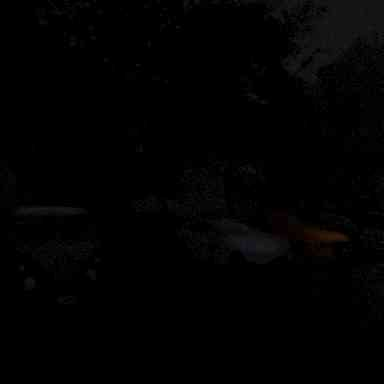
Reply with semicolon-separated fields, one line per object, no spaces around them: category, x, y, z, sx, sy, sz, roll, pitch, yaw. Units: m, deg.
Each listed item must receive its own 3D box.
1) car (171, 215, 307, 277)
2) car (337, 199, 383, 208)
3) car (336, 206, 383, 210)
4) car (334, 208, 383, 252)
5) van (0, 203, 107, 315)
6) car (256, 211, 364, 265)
car;1.038;1.584;10.809;2.002;1.452;4.674;1;0;-36
car;10.124;1.390;17.260;2.435;2.045;5.566;1;0;-36
car;7.821;1.647;15.684;2.163;1.488;4.792;1;0;-35
car;5.569;1.594;14.049;2.231;1.521;4.892;1;0;-36
van;-3.422;1.268;7.476;1.878;1.987;4.442;1;0;-36
car;3.304;1.569;12.430;2.097;1.535;5.008;1;0;-36
